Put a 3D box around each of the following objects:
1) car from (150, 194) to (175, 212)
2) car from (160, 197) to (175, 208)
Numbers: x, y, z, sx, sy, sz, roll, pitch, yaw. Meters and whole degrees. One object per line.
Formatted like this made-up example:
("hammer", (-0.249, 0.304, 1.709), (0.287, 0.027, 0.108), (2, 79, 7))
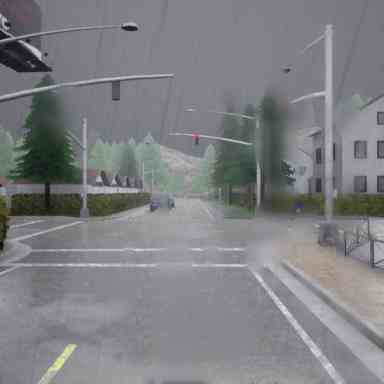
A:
("car", (-3.579, 1.221, 38.998), (2.150, 2.045, 5.566), (0, 0, 0))
("car", (-3.553, 1.526, 48.860), (1.812, 1.442, 4.674), (0, 0, 0))
